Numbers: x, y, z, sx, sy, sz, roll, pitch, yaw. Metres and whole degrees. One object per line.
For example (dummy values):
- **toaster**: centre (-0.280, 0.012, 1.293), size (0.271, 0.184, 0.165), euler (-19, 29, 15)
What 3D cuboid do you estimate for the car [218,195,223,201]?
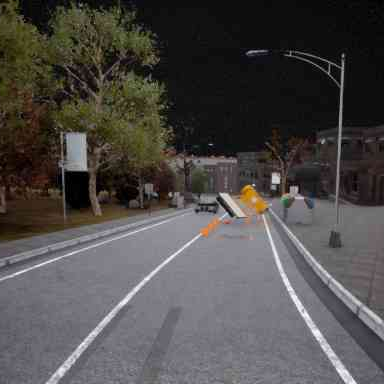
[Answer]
- **car**: centre (6.304, 1.132, 68.973), size (2.097, 1.767, 4.553), euler (0, 0, 1)

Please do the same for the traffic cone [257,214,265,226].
- **traffic cone**: centre (4.670, 1.946, 21.984), size (0.340, 0.580, 0.340), euler (1, 0, 20)

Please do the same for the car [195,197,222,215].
- **car**: centre (1.509, 1.433, 32.578), size (1.994, 1.385, 4.181), euler (1, 0, 11)

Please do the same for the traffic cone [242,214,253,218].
- **traffic cone**: centre (3.681, 1.927, 22.008), size (0.340, 0.580, 0.340), euler (2, 2, 7)

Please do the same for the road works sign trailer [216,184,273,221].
- **road works sign trailer**: centre (3.297, 1.093, 23.644), size (3.560, 2.880, 2.380), euler (4, 42, -51)
